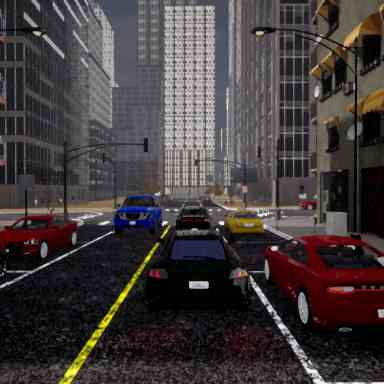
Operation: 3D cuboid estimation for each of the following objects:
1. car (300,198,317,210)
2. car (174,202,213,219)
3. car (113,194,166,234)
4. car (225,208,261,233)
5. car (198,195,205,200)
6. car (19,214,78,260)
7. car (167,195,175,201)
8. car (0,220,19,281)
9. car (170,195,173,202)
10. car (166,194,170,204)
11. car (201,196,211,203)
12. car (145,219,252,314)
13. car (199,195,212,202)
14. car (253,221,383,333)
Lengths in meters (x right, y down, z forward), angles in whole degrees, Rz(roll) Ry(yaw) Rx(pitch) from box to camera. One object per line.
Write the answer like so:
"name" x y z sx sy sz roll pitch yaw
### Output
"car" 14.287 1.253 36.990 4.507 1.381 1.887 -1 1 0
"car" 0.094 1.501 17.698 1.837 1.490 4.892 0 0 -1
"car" -2.982 1.203 19.483 2.150 2.045 5.566 0 0 0
"car" 2.699 1.522 18.046 1.752 1.417 4.829 -1 0 0
"car" 2.774 1.575 94.760 1.802 1.307 4.206 -1 0 0
"car" -5.687 1.542 12.376 1.887 1.381 4.507 -1 0 0
"car" -5.612 1.537 89.209 1.887 1.381 4.507 -1 0 0
"car" -5.693 1.439 6.852 1.967 1.590 4.097 -1 0 0
"car" -5.635 1.308 66.972 2.192 1.841 5.009 -1 0 0
"car" -5.639 1.537 61.412 1.887 1.381 4.507 -1 0 0
"car" 2.747 1.518 67.132 1.752 1.417 4.829 -1 0 0
"car" 0.111 1.562 7.714 1.994 1.385 4.181 0 0 0
"car" 2.740 1.433 61.403 1.967 1.590 4.097 -1 0 0
"car" 2.689 1.543 6.830 1.887 1.381 4.507 -1 0 0
